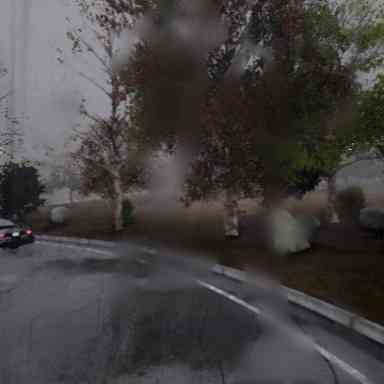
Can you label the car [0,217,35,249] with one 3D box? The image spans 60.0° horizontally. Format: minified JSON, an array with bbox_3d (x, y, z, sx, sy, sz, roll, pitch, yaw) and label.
[{"bbox_3d":[-9.066,1.699,13.874,5.357,1.411,2.033,-1,0,25],"label":"car"}]
